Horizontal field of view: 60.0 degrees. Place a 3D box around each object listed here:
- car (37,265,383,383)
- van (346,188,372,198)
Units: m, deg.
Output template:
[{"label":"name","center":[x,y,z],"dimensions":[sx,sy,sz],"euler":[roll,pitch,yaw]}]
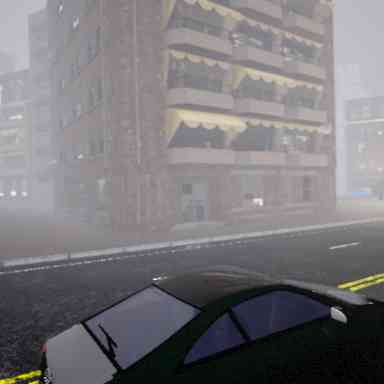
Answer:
[{"label":"car","center":[0.599,1.544,3.617],"dimensions":[4.181,1.385,1.994],"euler":[-1,0,-32]},{"label":"van","center":[28.416,0.143,56.534],"dimensions":[3.998,1.788,1.690],"euler":[0,0,25]}]
